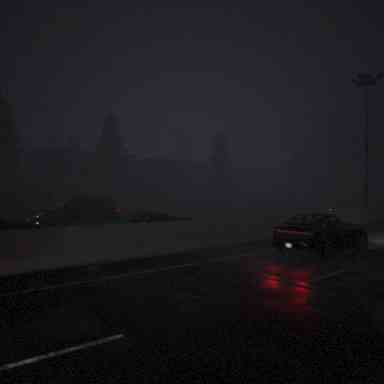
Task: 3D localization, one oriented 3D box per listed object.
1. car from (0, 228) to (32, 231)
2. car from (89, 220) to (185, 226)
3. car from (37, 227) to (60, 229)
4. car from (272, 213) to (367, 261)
[{"bbox_3d":[-9.670,1.632,14.392,4.718,1.301,1.895,0,0,-37],"label":"car"},{"bbox_3d":[-2.392,1.620,15.706,5.357,1.411,2.033,1,0,-40],"label":"car"},{"bbox_3d":[-7.246,1.298,20.771,5.566,2.045,2.150,1,0,-40],"label":"car"},{"bbox_3d":[5.041,1.583,12.782,4.902,1.511,2.128,1,0,-42],"label":"car"}]
